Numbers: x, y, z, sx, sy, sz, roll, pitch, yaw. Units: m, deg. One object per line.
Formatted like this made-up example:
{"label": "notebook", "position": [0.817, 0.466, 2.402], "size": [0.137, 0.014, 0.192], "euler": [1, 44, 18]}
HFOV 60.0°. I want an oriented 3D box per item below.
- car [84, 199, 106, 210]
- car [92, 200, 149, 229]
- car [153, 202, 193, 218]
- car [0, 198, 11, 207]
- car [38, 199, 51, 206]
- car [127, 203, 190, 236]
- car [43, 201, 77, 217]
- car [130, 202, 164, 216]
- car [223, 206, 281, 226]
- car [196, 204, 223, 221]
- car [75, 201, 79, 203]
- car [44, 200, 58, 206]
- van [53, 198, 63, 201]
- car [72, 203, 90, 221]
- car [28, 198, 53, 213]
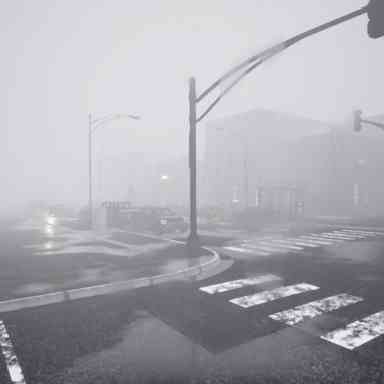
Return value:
{"label": "car", "position": [-15.333, 2.003, 52.563], "size": [1.967, 1.590, 4.097], "euler": [-1, 0, -36]}
{"label": "car", "position": [-5.346, 1.616, 24.862], "size": [2.192, 1.841, 5.009], "euler": [-1, 0, -36]}
{"label": "car", "position": [-2.044, 1.821, 34.473], "size": [1.752, 1.417, 4.829], "euler": [-1, 0, -36]}
{"label": "car", "position": [-42.194, 2.358, 74.961], "size": [2.192, 1.841, 5.009], "euler": [-1, 0, -36]}
{"label": "car", "position": [-35.510, 2.495, 80.041], "size": [1.752, 1.417, 4.829], "euler": [-1, 0, -36]}
{"label": "car", "position": [-1.997, 1.674, 20.305], "size": [1.967, 1.590, 4.097], "euler": [-1, 0, -36]}
{"label": "car", "position": [-15.382, 2.053, 38.532], "size": [2.008, 1.369, 4.403], "euler": [-1, 0, -36]}
{"label": "car", "position": [-5.290, 1.911, 38.893], "size": [2.008, 1.369, 4.403], "euler": [-1, 0, -36]}
{"label": "car", "position": [4.751, 1.725, 25.222], "size": [1.947, 1.339, 4.313], "euler": [-1, 0, -36]}
{"label": "car", "position": [1.303, 1.753, 29.916], "size": [1.752, 1.417, 4.829], "euler": [-1, 0, -36]}
{"label": "car", "position": [-22.022, 2.280, 61.677], "size": [1.802, 1.307, 4.206], "euler": [-1, 0, -36]}
{"label": "car", "position": [-32.062, 2.445, 75.347], "size": [1.887, 1.381, 4.507], "euler": [-1, 0, -36]}
{"label": "van", "position": [-28.721, 2.174, 70.790], "size": [1.690, 1.788, 3.998], "euler": [-1, 0, -36]}
{"label": "car", "position": [-8.688, 1.919, 29.419], "size": [2.008, 1.369, 4.403], "euler": [-1, 0, -36]}
{"label": "car", "position": [-22.080, 1.952, 47.645], "size": [2.192, 1.841, 5.009], "euler": [-1, 0, -36]}
